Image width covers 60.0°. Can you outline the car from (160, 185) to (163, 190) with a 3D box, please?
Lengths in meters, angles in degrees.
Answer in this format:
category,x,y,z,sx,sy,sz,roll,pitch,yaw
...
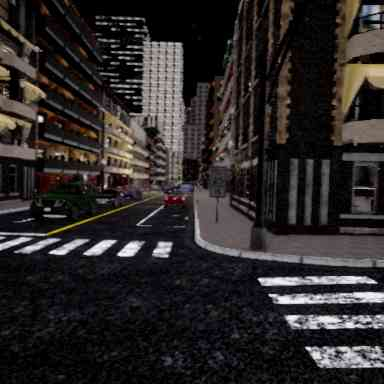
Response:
category,x,y,z,sx,sy,sz,roll,pitch,yaw
car,-3.870,-0.181,59.098,2.033,1.411,5.357,2,2,0

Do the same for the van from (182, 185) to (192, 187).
category,x,y,z,sx,sy,sz,roll,pitch,yaw
van,-1.196,-0.276,57.958,1.690,1.788,3.998,1,2,0

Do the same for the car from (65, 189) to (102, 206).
category,x,y,z,sx,sy,sz,roll,pitch,yaw
car,-9.823,0.439,30.408,1.947,1.339,4.313,1,2,0

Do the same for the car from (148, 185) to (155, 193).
category,x,y,z,sx,sy,sz,roll,pitch,yaw
car,-9.479,-0.584,69.089,1.802,1.307,4.206,1,2,0

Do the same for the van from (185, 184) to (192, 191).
category,x,y,z,sx,sy,sz,roll,pitch,yaw
van,-0.901,-1.156,91.112,1.690,1.788,3.998,1,2,0

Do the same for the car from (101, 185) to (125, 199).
category,x,y,z,sx,sy,sz,roll,pitch,yaw
car,-9.723,0.014,41.457,1.967,1.590,4.097,1,2,0

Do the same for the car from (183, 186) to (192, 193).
category,x,y,z,sx,sy,sz,roll,pitch,yaw
car,-1.053,-0.514,74.541,1.887,1.381,4.507,1,2,0

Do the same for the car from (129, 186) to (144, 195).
category,x,y,z,sx,sy,sz,roll,pitch,yaw
car,-9.578,-0.342,57.866,1.752,1.417,4.829,1,2,0

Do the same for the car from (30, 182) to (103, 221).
category,x,y,z,sx,sy,sz,roll,pitch,yaw
car,-7.312,0.465,19.642,2.150,2.045,5.566,2,2,0

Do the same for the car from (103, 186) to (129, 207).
category,x,y,z,sx,sy,sz,roll,pitch,yaw
car,-7.225,0.502,29.479,1.812,1.442,4.674,2,2,0

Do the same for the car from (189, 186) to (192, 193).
category,x,y,z,sx,sy,sz,roll,pitch,yaw
car,-1.299,0.230,46.912,2.008,1.369,4.403,1,2,0

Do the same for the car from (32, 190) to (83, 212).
category,x,y,z,sx,sy,sz,roll,pitch,yaw
car,-9.872,0.574,24.883,2.008,1.369,4.403,1,2,0

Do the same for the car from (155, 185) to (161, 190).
category,x,y,z,sx,sy,sz,roll,pitch,yaw
car,-9.331,-1.054,85.665,2.008,1.369,4.403,1,2,0

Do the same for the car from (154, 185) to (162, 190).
category,x,y,z,sx,sy,sz,roll,pitch,yaw
car,-9.282,-1.169,91.192,1.802,1.307,4.206,1,2,0

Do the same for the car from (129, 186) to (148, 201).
category,x,y,z,sx,sy,sz,roll,pitch,yaw
car,-7.108,0.237,40.110,2.033,1.411,5.357,2,2,1

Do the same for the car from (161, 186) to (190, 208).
category,x,y,z,sx,sy,sz,roll,pitch,yaw
car,-1.445,0.567,30.332,1.967,1.590,4.097,1,2,0

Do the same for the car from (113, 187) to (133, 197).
category,x,y,z,sx,sy,sz,roll,pitch,yaw
car,-9.676,0.007,46.986,1.802,1.307,4.206,1,2,0
